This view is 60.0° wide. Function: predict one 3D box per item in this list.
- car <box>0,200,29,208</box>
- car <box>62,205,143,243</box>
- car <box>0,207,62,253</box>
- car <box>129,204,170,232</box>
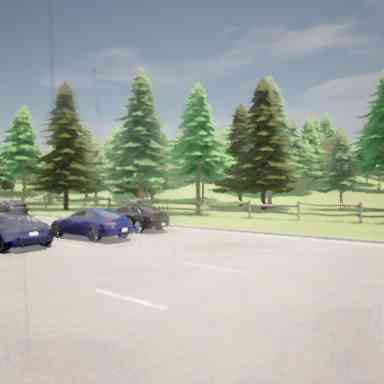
[{"bbox_3d":[-15.667,1.424,28.037,4.902,1.511,2.128,0,0,36],"label":"car"},{"bbox_3d":[-4.818,1.495,15.991,4.674,1.442,1.812,0,0,36],"label":"car"},{"bbox_3d":[-7.559,1.531,13.651,4.181,1.385,1.994,0,0,36],"label":"car"},{"bbox_3d":[-3.501,1.473,19.356,4.892,1.490,1.837,1,0,36],"label":"car"}]
